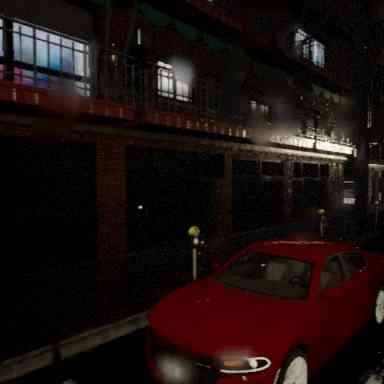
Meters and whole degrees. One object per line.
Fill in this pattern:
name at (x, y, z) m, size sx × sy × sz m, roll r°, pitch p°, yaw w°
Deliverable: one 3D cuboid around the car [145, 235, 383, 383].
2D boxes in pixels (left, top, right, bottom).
car at (1.390, 1.393, 4.744) m, size 1.887 × 1.381 × 4.507 m, roll 1°, pitch 2°, yaw 44°
